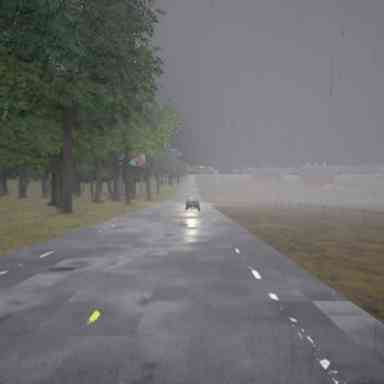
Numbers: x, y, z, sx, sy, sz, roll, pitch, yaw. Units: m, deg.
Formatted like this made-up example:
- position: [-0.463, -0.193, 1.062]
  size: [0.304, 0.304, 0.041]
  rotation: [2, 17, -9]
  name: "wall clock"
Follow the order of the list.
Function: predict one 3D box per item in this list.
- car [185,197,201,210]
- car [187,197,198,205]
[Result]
- position: [0.103, 1.608, 44.311]
  size: [1.837, 1.490, 4.892]
  rotation: [0, 0, 0]
  name: "car"
- position: [0.099, 1.650, 63.123]
  size: [2.128, 1.511, 4.902]
  rotation: [0, 0, 0]
  name: "car"
